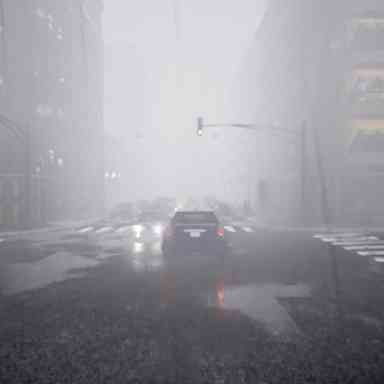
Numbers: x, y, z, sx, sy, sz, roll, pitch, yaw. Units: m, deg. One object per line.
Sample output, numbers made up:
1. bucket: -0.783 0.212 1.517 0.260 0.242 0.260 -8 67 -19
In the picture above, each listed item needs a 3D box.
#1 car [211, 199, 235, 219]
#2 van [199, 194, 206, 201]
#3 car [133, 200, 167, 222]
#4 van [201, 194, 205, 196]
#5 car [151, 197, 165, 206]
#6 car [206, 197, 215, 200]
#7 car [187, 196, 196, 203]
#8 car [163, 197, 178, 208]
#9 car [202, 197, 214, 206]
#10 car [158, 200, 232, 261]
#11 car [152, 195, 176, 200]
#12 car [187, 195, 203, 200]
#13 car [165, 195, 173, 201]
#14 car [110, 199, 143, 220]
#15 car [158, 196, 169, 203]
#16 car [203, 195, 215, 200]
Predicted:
1. car: 2.671 1.562 28.364 1.802 1.307 4.206 0 0 0
2. van: 2.643 1.311 83.599 1.690 1.788 3.998 -1 0 0
3. car: -3.107 1.581 26.298 1.895 1.301 4.718 0 0 0
4. van: 2.659 1.313 50.458 1.690 1.788 3.998 0 0 0
5. car: -5.723 1.515 55.990 1.887 1.381 4.507 0 0 0
6. car: 2.668 1.543 33.888 1.947 1.339 4.313 0 0 0
7. car: -0.032 1.495 68.233 1.812 1.442 4.674 0 0 0
8. car: -3.099 1.498 48.041 1.812 1.442 4.674 0 0 0
9. car: 2.658 1.537 55.982 1.947 1.339 4.313 0 0 0
10. car: 0.096 1.342 12.405 2.097 1.767 4.553 0 0 0
11. car: -3.105 1.330 36.024 2.097 1.767 4.553 0 0 0
12. car: 0.080 1.500 42.576 1.812 1.442 4.674 0 0 0
13. car: -5.736 1.495 83.438 1.752 1.417 4.829 0 0 0
14. car: -5.710 1.545 28.373 1.947 1.339 4.313 0 0 0
15. car: -5.728 1.551 67.037 1.802 1.307 4.206 0 0 0
16. car: 2.663 1.518 44.935 1.887 1.381 4.507 0 0 0
